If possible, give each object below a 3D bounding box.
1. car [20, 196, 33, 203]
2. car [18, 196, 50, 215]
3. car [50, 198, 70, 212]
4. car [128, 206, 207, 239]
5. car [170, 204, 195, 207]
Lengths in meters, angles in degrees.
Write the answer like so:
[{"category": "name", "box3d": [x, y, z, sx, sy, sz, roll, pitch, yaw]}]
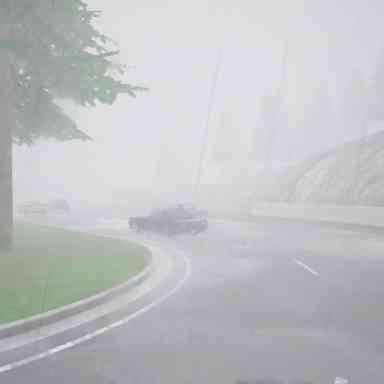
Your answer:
[{"category": "car", "box3d": [-33.615, 1.553, 67.564, 1.994, 1.385, 4.181, 0, 0, -32]}, {"category": "car", "box3d": [-16.317, 1.478, 33.831, 1.882, 1.535, 5.008, 0, 0, -36]}, {"category": "car", "box3d": [-15.873, 1.505, 39.332, 1.837, 1.490, 4.892, 0, 0, -34]}, {"category": "car", "box3d": [-1.453, 1.601, 17.527, 1.895, 1.301, 4.718, 0, 0, -42]}, {"category": "car", "box3d": [-1.086, 1.601, 26.948, 1.895, 1.301, 4.718, 0, 0, -45]}]
